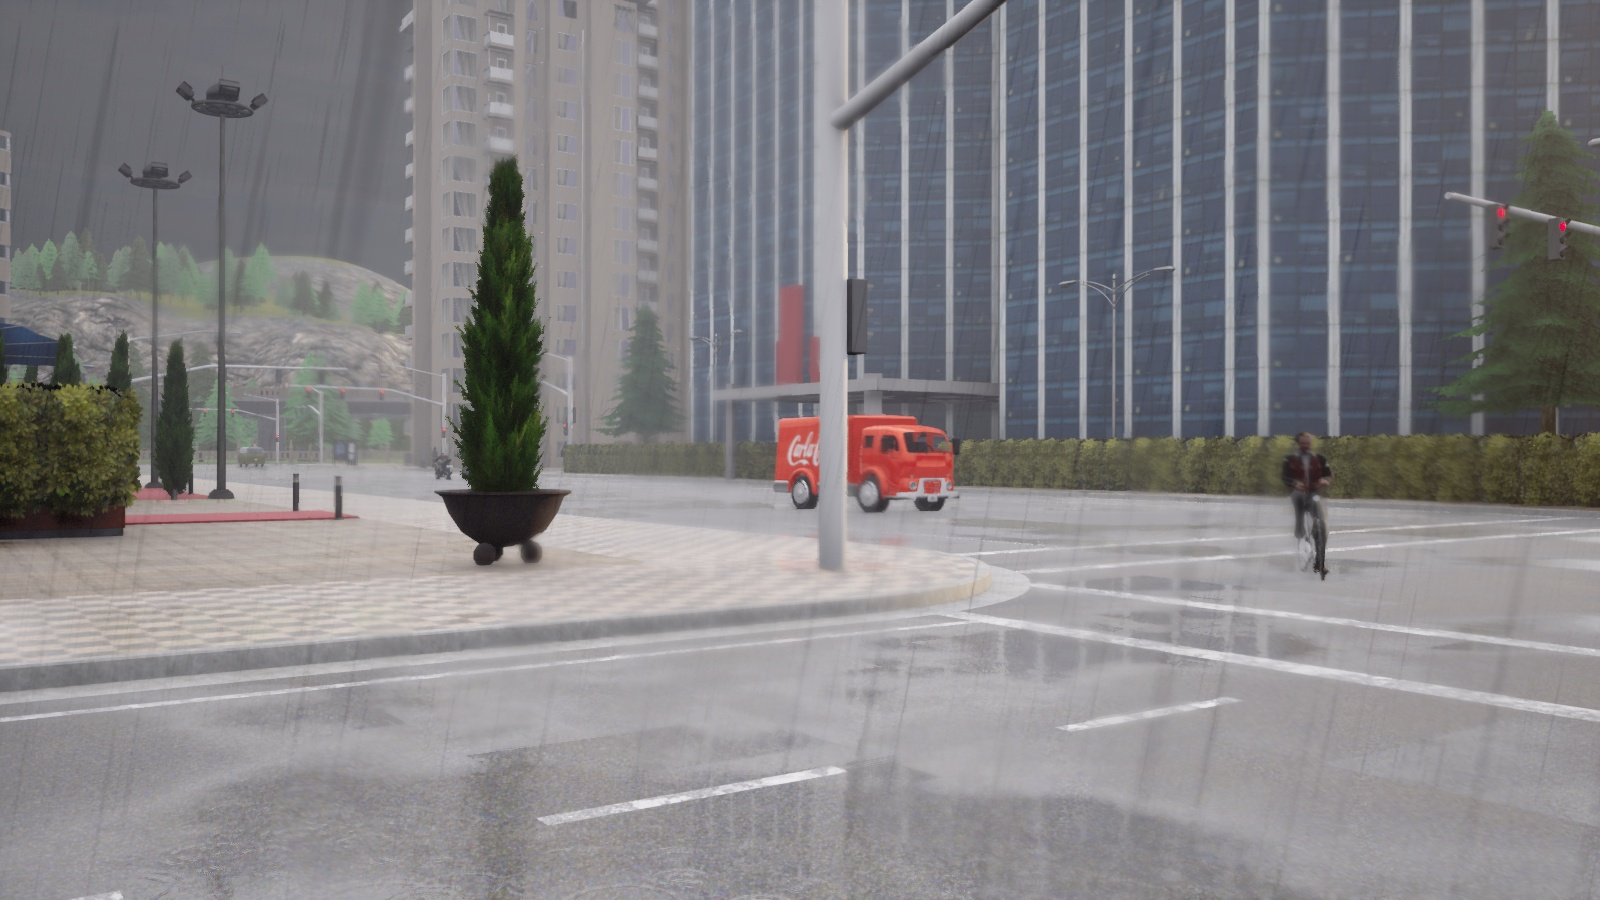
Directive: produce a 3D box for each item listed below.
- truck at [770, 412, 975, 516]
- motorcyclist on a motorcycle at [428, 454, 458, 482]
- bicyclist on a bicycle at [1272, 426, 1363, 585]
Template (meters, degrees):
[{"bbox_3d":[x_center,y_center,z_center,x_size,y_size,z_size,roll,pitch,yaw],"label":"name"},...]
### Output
[{"bbox_3d":[1.773,0.334,32.553,2.627,2.467,5.204,0,0,-35],"label":"truck"},{"bbox_3d":[-19.588,0.990,68.870,0.866,1.530,2.191,0,0,-35],"label":"motorcyclist on a motorcycle"},{"bbox_3d":[6.191,0.639,15.121,0.659,1.776,1.843,-2,-1,13],"label":"bicyclist on a bicycle"}]
